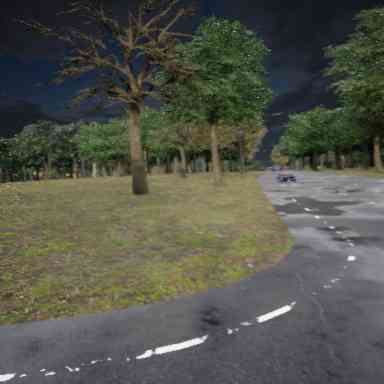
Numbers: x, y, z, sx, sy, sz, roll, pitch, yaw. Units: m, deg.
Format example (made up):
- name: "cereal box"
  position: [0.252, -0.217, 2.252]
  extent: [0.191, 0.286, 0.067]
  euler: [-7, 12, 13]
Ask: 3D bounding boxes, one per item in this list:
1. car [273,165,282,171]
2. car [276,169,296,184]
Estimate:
- name: "car"
  position: [22.725, -6.280, 88.872]
  extent: [2.150, 2.045, 5.566]
  euler: [-3, 4, 12]
- name: "car"
  position: [11.158, -1.710, 39.498]
  extent: [1.895, 1.301, 4.718]
  euler: [-3, 4, 9]
